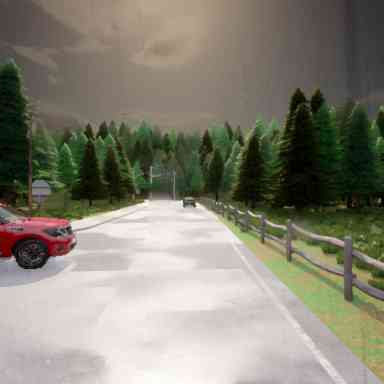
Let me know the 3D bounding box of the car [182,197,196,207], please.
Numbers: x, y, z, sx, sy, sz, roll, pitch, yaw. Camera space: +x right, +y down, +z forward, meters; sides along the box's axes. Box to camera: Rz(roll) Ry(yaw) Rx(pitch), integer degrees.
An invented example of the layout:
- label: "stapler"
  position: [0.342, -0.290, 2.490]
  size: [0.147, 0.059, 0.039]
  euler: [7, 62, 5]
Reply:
- label: "car"
  position: [-0.452, 1.518, 51.500]
  size: [1.837, 1.490, 4.892]
  euler: [0, 0, -2]

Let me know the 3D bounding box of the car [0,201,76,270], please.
- label: "car"
  position: [-6.575, 1.252, 10.285]
  size: [5.566, 2.045, 2.150]
  euler: [-1, 1, -11]
